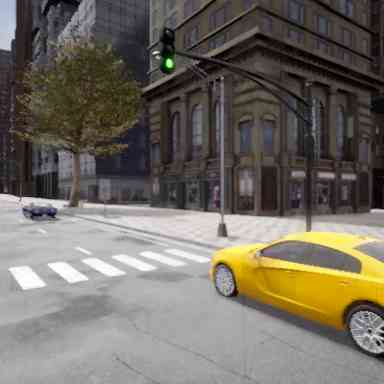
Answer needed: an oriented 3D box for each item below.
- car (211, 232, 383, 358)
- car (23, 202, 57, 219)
[{"bbox_3d":[2.375,1.501,6.283,1.882,1.535,5.008,0,0,-35],"label":"car"},{"bbox_3d":[-12.573,1.472,27.279,1.895,1.301,4.718,0,0,-35],"label":"car"}]
